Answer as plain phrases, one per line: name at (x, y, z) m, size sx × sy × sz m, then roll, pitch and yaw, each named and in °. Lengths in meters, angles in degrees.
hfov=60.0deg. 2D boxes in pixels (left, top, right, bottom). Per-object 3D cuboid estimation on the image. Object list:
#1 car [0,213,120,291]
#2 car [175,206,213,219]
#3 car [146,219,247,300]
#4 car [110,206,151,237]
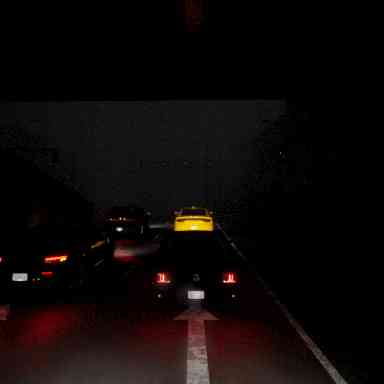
car at (-3.418, 1.526, 8.913) m, size 1.812 × 1.442 × 4.674 m, roll 0°, pitch 0°, yaw 0°
car at (0.087, 1.478, 17.665) m, size 1.882 × 1.535 × 5.008 m, roll 0°, pitch 0°, yaw 0°
car at (0.085, 1.601, 8.322) m, size 1.895 × 1.301 × 4.718 m, roll 0°, pitch 0°, yaw 0°
car at (-3.414, 1.505, 18.072) m, size 1.837 × 1.490 × 4.892 m, roll 0°, pitch 0°, yaw 0°
